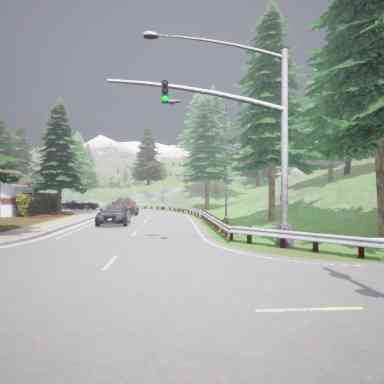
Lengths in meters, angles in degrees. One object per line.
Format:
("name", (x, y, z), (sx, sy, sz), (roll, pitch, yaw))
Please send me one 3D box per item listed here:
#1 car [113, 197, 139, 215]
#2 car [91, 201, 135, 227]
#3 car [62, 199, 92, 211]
("car", (-6.632, 1.304, 32.398), (2.097, 1.767, 4.553), (0, 0, -22))
("car", (-5.288, 1.529, 22.665), (1.994, 1.385, 4.181), (0, 0, -5))
("car", (-13.601, 1.546, 39.783), (4.718, 1.301, 1.895), (0, 0, 11))
